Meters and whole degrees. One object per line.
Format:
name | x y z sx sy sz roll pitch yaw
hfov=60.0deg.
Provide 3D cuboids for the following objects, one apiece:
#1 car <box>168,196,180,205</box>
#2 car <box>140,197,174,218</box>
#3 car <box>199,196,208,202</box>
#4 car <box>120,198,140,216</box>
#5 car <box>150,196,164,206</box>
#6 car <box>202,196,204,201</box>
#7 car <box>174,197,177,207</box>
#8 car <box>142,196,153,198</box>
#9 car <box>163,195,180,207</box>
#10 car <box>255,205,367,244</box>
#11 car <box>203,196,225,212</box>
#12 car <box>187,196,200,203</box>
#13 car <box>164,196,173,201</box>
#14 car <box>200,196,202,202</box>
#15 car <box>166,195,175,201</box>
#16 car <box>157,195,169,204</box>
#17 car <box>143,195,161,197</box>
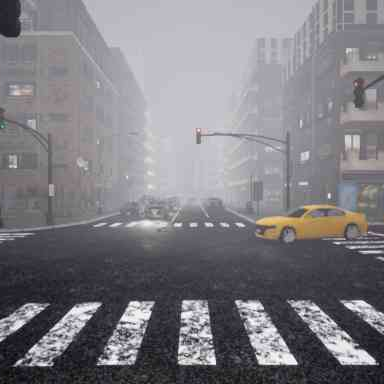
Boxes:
car | -3.113 1.498 59.909 1.882 1.535 5.008 0 0 0
car | -3.126 1.497 30.622 2.128 1.511 4.902 0 0 1
car | 2.602 1.585 77.659 2.008 1.369 4.403 0 0 0
car | -5.726 1.572 32.188 1.947 1.339 4.313 0 0 0
car | -5.752 1.457 54.918 1.967 1.590 4.097 0 0 0
car | 2.641 1.451 43.565 1.967 1.590 4.097 0 0 0
car | -3.144 1.610 39.921 1.895 1.301 4.718 0 0 0
car | -5.732 1.534 37.701 1.752 1.417 4.829 0 0 0
car | -3.145 1.578 49.899 1.994 1.385 4.181 0 0 0
car | 5.272 1.352 14.848 5.008 1.535 1.882 -1 0 -14
car | 2.647 1.449 37.882 1.967 1.590 4.097 0 0 0
car | -0.036 1.539 70.608 2.128 1.511 4.902 0 0 0
car | -5.785 1.590 83.330 2.008 1.369 4.403 0 0 0
car | 2.629 1.599 54.930 1.802 1.307 4.206 0 0 0
car | -5.791 1.595 89.012 2.008 1.369 4.403 0 0 0
car | -5.765 1.465 66.284 1.967 1.590 4.097 0 0 0
car | -5.739 1.326 43.553 2.192 1.841 5.009 0 0 0
